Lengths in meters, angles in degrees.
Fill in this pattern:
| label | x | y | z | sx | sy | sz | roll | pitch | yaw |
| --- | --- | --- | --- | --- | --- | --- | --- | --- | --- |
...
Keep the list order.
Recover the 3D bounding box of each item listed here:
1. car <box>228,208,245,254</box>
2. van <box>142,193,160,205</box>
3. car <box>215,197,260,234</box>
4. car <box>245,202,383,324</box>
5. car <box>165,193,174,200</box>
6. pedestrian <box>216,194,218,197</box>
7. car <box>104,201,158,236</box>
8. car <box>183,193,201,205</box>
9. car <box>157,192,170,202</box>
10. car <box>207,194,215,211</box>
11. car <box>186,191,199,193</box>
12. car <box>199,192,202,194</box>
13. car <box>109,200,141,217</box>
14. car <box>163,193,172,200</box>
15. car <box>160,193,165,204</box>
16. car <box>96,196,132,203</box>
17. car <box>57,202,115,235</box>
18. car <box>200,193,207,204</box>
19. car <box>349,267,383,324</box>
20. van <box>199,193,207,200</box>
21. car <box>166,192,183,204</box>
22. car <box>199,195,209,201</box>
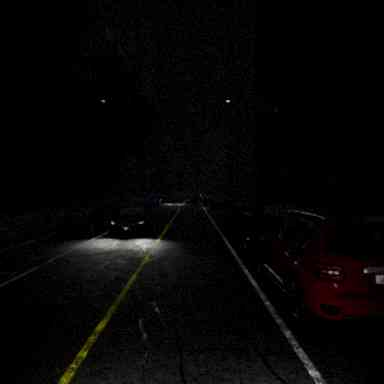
| label | x | y | z | sx | sy | sz | roll | pitch | yaw |
| --- | --- | --- | --- | --- | --- | --- | --- | --- | --- |
| car | 2.667 | 1.500 | 12.614 | 1.947 | 1.339 | 4.313 | 0 | 0 | 0 |
| van | -5.864 | 1.126 | 46.456 | 1.690 | 1.788 | 3.998 | 0 | 0 | 0 |
| car | 2.667 | 1.220 | 18.252 | 2.192 | 1.841 | 5.009 | 0 | 0 | 0 |
| car | 2.668 | 1.277 | 6.975 | 2.192 | 1.841 | 5.009 | 0 | 0 | 0 |
| car | -5.870 | 1.124 | 85.933 | 1.967 | 1.590 | 4.097 | 0 | 0 | 0 |
| pedestrian | 2.995 | 1.096 | 40.298 | 0.375 | 1.860 | 0.375 | 0 | 0 | -15 |
| car | -3.103 | 1.433 | 17.917 | 1.812 | 1.442 | 4.674 | 0 | 0 | 0 |
| car | 0.009 | 1.323 | 54.584 | 2.033 | 1.411 | 5.357 | 0 | 0 | 0 |
| car | -5.867 | 1.034 | 69.014 | 2.192 | 1.841 | 5.009 | 0 | 0 | 0 |
| car | 2.995 | 1.293 | 37.294 | 1.882 | 1.535 | 5.008 | 0 | 0 | 0 |
| car | -0.009 | 1.081 | 73.480 | 1.812 | 1.442 | 4.674 | 0 | 0 | 0 |
| car | 2.659 | 1.175 | 63.363 | 1.967 | 1.590 | 4.097 | 0 | 0 | 0 |
| car | -5.860 | 1.415 | 29.540 | 1.947 | 1.339 | 4.313 | 0 | 0 | 0 |
| car | -5.869 | 1.133 | 80.294 | 1.967 | 1.590 | 4.097 | 0 | 0 | 0 |
| car | -5.865 | 1.208 | 52.096 | 1.967 | 1.590 | 4.097 | 0 | 0 | 0 |
| car | -5.859 | 1.193 | 23.899 | 2.192 | 1.841 | 5.009 | 0 | 0 | 0 |
| car | -5.859 | 1.451 | 18.260 | 1.887 | 1.381 | 4.507 | 0 | 0 | 0 |
| car | 2.660 | 1.296 | 57.725 | 1.887 | 1.381 | 4.507 | 0 | 0 | 0 |
| car | 2.669 | 1.537 | 1.337 | 1.887 | 1.381 | 4.507 | 0 | 0 | 0 |
| van | 2.655 | 1.034 | 80.280 | 1.690 | 1.788 | 3.998 | 0 | 0 | 0 |
| car | -3.061 | 1.254 | 58.295 | 1.837 | 1.490 | 4.892 | 0 | 0 | 1 |
| car | 2.657 | 1.270 | 74.641 | 1.947 | 1.339 | 4.313 | 0 | 0 | 0 |
